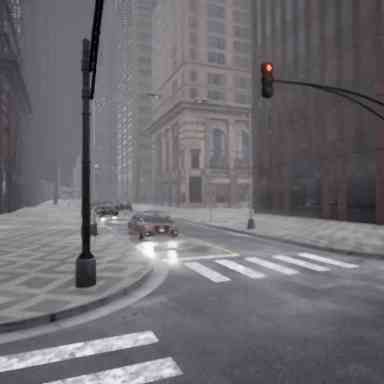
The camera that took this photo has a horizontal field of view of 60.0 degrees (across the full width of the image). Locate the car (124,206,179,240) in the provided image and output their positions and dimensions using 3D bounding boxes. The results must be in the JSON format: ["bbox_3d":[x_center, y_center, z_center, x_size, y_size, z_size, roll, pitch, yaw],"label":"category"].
[{"bbox_3d":[-2.203,1.717,18.181,1.994,1.385,4.181,0,0,-22],"label":"car"}]

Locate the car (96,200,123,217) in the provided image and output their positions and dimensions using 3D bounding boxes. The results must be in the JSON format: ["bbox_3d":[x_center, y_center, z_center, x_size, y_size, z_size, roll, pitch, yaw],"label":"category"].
[{"bbox_3d":[-9.156,1.849,35.686,2.033,1.411,5.357,0,-1,-22],"label":"car"}]

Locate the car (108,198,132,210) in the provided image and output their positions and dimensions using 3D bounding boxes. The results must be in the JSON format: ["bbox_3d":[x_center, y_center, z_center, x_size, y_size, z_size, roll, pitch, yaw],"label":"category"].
[{"bbox_3d":[-9.733,1.743,45.812,2.097,1.767,4.553,0,0,-24],"label":"car"}]
